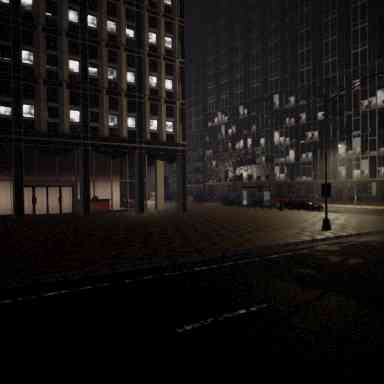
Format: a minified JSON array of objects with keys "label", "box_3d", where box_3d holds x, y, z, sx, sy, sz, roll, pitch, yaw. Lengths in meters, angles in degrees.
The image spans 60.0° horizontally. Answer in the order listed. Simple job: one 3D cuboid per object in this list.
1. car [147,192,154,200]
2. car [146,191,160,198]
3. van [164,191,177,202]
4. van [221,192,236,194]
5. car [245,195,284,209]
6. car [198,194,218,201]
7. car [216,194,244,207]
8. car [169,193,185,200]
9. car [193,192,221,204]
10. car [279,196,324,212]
[{"label":"car","box_3d":[-10.267,1.040,69.107,2.008,1.369,4.403,0,1,-34]},{"label":"car","box_3d":[-9.794,0.687,83.218,1.967,1.590,4.097,0,1,-34]},{"label":"van","box_3d":[-3.832,0.938,59.734,1.690,1.788,3.998,0,1,-34]},{"label":"van","box_3d":[6.293,0.856,59.791,1.690,1.788,3.998,0,1,-34]},{"label":"car","box_3d":[8.944,1.388,40.935,1.802,1.307,4.206,0,1,-34]},{"label":"car","box_3d":[3.076,1.044,64.479,1.802,1.307,4.206,0,1,-34]},{"label":"car","box_3d":[5.775,1.320,45.652,1.947,1.339,4.313,0,1,-34]},{"label":"car","box_3d":[-3.359,0.937,73.850,1.802,1.307,4.206,0,1,-34]},{"label":"car","box_3d":[2.145,0.969,55.632,2.097,1.767,4.553,-1,1,-34]},{"label":"car","box_3d":[12.147,1.424,36.237,1.947,1.339,4.313,0,1,-34]}]
